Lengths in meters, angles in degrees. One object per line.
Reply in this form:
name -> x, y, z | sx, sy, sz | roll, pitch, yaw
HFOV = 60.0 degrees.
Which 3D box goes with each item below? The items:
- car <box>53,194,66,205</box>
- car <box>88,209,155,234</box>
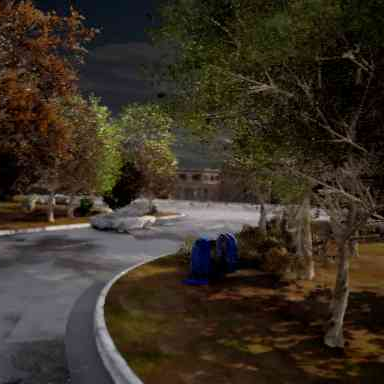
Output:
car -> -19.316, 1.006, 48.094 | 1.812, 1.442, 4.674 | 3, -1, -24
car -> -4.225, 1.723, 20.691 | 1.895, 1.301, 4.718 | 4, 0, 23
